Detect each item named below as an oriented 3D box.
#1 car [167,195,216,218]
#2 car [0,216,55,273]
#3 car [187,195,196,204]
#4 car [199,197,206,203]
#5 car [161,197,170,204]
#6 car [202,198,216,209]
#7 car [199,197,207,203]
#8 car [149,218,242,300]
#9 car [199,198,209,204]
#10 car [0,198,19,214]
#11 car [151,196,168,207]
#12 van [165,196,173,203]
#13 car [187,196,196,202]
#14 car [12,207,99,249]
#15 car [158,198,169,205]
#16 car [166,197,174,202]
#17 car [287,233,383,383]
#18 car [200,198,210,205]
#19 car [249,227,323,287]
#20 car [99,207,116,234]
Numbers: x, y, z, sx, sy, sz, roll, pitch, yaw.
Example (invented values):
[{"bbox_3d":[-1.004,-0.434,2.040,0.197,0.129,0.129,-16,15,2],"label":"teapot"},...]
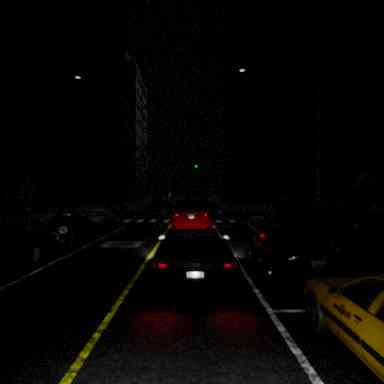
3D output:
[{"bbox_3d":[-0.001,1.323,19.090,2.150,2.045,5.566,0,0,0],"label":"car"},{"bbox_3d":[-5.778,1.592,9.279,1.887,1.381,4.507,0,0,0],"label":"car"},{"bbox_3d":[-0.117,1.645,78.101,2.150,2.045,5.566,0,0,0],"label":"car"},{"bbox_3d":[2.635,1.985,84.970,1.752,1.417,4.829,0,0,0],"label":"car"},{"bbox_3d":[-5.874,1.920,73.743,1.752,1.417,4.829,0,0,0],"label":"car"},{"bbox_3d":[2.683,1.715,52.176,1.967,1.590,4.097,0,0,0],"label":"car"},{"bbox_3d":[2.643,1.972,79.363,1.887,1.381,4.507,0,0,0],"label":"car"},{"bbox_3d":[0.058,1.608,8.560,1.994,1.385,4.181,0,0,0],"label":"car"},{"bbox_3d":[2.651,1.941,73.925,1.887,1.381,4.507,0,0,0],"label":"car"},{"bbox_3d":[-17.966,1.331,31.635,4.902,1.511,2.128,1,0,0],"label":"car"},{"bbox_3d":[-5.850,1.620,57.601,2.192,1.841,5.009,0,0,0],"label":"car"},{"bbox_3d":[-5.890,1.799,84.789,1.690,1.788,3.998,0,0,0],"label":"van"},{"bbox_3d":[-0.133,1.836,88.714,2.097,1.767,4.553,0,0,0],"label":"car"},{"bbox_3d":[-5.786,1.516,14.736,1.967,1.590,4.097,0,0,0],"label":"car"},{"bbox_3d":[-5.866,1.947,68.475,1.802,1.307,4.206,0,0,0],"label":"car"},{"bbox_3d":[-5.898,2.040,90.225,2.008,1.369,4.403,0,0,0],"label":"car"},{"bbox_3d":[2.755,1.546,4.007,1.752,1.417,4.829,0,0,0],"label":"car"},{"bbox_3d":[2.659,1.916,68.487,2.008,1.369,4.403,0,0,0],"label":"car"},{"bbox_3d":[2.747,1.613,9.293,1.947,1.339,4.313,0,0,0],"label":"car"},{"bbox_3d":[-5.794,1.628,20.023,1.752,1.417,4.829,0,0,0],"label":"car"}]
